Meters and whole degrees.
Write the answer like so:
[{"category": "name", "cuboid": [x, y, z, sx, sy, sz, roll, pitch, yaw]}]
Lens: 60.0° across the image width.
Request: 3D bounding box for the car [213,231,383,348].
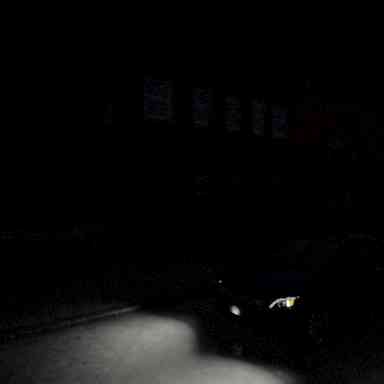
[{"category": "car", "cuboid": [2.561, 1.522, 6.393, 4.674, 1.442, 1.812, 0, 0, -35]}]
